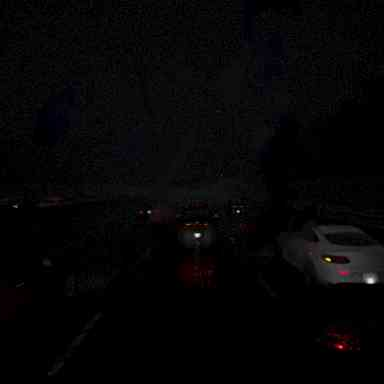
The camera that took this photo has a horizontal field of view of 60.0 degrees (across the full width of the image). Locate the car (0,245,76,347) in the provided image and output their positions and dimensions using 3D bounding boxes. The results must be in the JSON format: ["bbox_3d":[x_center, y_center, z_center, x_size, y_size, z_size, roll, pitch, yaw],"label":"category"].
[{"bbox_3d":[-3.391,1.538,5.187,1.812,1.442,4.674,0,0,1],"label":"car"}]

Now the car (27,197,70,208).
[{"bbox_3d":[-13.578,1.386,32.365,1.882,1.535,5.008,0,1,2],"label":"car"}]

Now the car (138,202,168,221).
[{"bbox_3d":[-3.040,1.506,26.741,2.033,1.411,5.357,0,0,1],"label":"car"}]

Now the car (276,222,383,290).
[{"bbox_3d":[3.657,1.544,9.075,1.812,1.442,4.674,0,0,1],"label":"car"}]

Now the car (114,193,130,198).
[{"bbox_3d":[-15.097,0.887,73.340,1.895,1.301,4.718,0,1,4],"label":"car"}]

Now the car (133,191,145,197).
[{"bbox_3d":[-11.601,0.652,73.163,2.097,1.767,4.553,0,1,4],"label":"car"}]

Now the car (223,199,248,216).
[{"bbox_3d":[4.094,1.431,31.402,1.837,1.490,4.892,0,0,2],"label":"car"}]

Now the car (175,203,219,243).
[{"bbox_3d":[0.248,1.514,16.101,1.837,1.490,4.892,0,0,1],"label":"car"}]

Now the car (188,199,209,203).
[{"bbox_3d":[0.636,1.389,32.863,1.882,1.535,5.008,0,1,2],"label":"car"}]

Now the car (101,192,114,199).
[{"bbox_3d":[-18.587,0.811,73.603,2.128,1.511,4.902,0,1,4],"label":"car"}]

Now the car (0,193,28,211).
[{"bbox_3d":[-17.066,1.256,32.702,2.097,1.767,4.553,0,1,2],"label":"car"}]
